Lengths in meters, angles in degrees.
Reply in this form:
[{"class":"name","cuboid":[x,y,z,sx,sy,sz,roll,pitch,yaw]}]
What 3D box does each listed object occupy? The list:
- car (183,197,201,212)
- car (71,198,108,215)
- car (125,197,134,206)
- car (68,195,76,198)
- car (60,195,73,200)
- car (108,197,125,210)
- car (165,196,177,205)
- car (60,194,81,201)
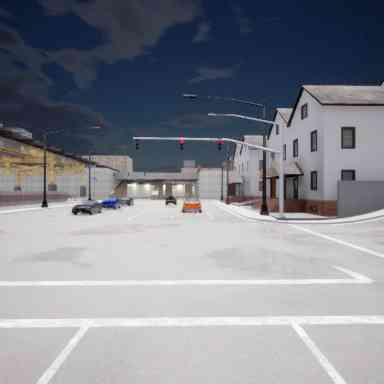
[{"class":"car","cuboid":[-0.007,1.356,39.073,2.097,1.767,4.553,0,0,0]},{"class":"car","cuboid":[-10.683,1.551,34.344,2.033,1.411,5.357,0,0,0]},{"class":"car","cuboid":[-10.718,1.531,54.341,1.812,1.442,4.674,0,0,0]},{"class":"car","cuboid":[-31.883,1.461,84.230,2.038,1.542,4.974,0,0,-37]},{"class":"car","cuboid":[-31.915,1.304,84.271,1.853,1.218,4.536,0,0,-37]},{"class":"car","cuboid":[-10.703,1.482,44.066,1.882,1.535,5.008,0,0,0]},{"class":"car","cuboid":[-3.641,1.511,58.576,1.837,1.490,4.892,0,0,0]},{"class":"car","cuboid":[-32.686,1.462,89.595,2.038,1.542,4.974,0,0,28]}]
